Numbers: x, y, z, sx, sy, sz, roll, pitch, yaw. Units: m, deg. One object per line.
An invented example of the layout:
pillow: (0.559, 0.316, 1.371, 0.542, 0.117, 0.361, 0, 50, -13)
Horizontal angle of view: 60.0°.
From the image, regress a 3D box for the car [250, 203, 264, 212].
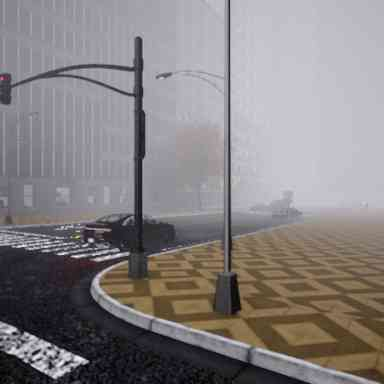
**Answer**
car: (11.001, 2.482, 54.075, 1.994, 1.385, 4.181, 0, -1, 33)

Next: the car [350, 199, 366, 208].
car: (42.210, 3.136, 84.397, 1.882, 1.535, 5.008, 0, -1, 33)

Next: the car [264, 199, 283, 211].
car: (13.717, 2.145, 52.290, 2.150, 2.045, 5.566, 0, -1, 33)

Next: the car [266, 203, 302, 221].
car: (9.825, 2.177, 34.299, 2.033, 1.411, 5.357, 0, -1, 33)

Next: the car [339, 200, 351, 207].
car: (39.481, 3.193, 86.161, 2.033, 1.411, 5.357, 0, -1, 33)

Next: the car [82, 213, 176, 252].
car: (-2.627, 1.711, 15.034, 2.128, 1.511, 4.902, 0, -1, 33)
